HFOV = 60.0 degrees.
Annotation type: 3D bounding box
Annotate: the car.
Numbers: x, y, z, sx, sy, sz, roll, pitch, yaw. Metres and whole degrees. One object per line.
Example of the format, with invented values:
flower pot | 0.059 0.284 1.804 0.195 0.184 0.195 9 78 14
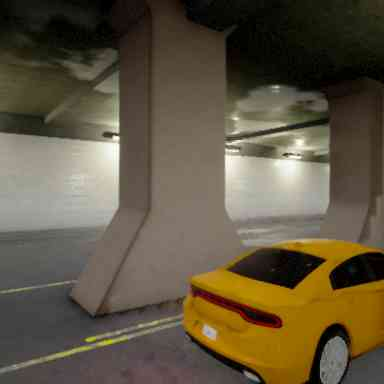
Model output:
car | 2.223 1.501 5.333 5.008 1.535 1.882 0 0 -36
